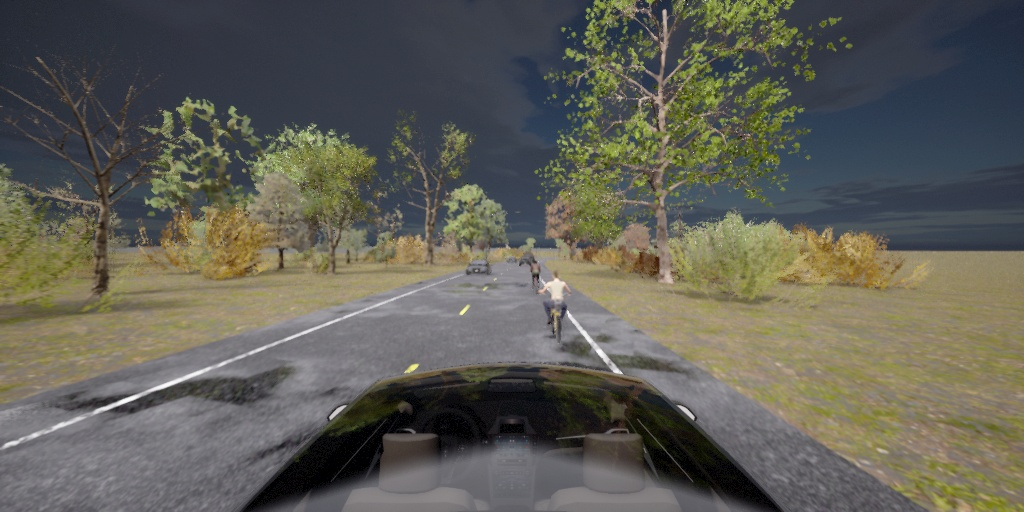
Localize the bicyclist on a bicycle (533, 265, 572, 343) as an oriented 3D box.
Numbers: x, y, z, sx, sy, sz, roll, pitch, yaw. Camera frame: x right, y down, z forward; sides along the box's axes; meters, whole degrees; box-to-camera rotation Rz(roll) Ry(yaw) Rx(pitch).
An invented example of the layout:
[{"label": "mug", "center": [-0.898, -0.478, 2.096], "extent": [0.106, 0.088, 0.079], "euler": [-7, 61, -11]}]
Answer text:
[{"label": "bicyclist on a bicycle", "center": [1.030, 1.119, 8.478], "extent": [0.866, 1.612, 1.509], "euler": [0, 0, 0]}]

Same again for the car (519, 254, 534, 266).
[{"label": "car", "center": [2.193, 0.820, 57.156], "extent": [1.837, 1.490, 4.892], "euler": [0, 0, 4]}]

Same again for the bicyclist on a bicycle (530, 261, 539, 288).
[{"label": "bicyclist on a bicycle", "center": [1.177, 1.051, 17.729], "extent": [0.582, 1.620, 1.656], "euler": [0, 0, 1]}]

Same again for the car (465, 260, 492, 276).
[{"label": "car", "center": [-2.912, 1.043, 32.134], "extent": [1.994, 1.385, 4.181], "euler": [0, 0, 2]}]
